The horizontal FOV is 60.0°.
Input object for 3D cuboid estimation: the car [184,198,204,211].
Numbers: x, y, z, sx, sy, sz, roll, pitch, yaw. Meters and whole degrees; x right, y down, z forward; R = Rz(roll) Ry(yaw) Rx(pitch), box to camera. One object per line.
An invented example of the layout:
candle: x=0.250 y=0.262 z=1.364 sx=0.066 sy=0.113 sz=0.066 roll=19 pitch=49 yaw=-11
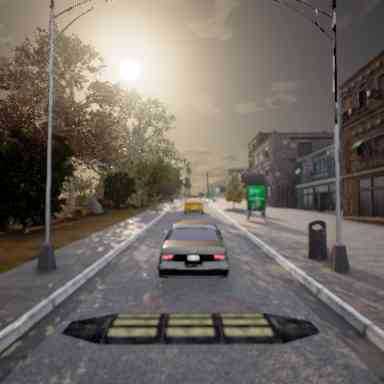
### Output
car: x=0.202 y=1.386 z=34.864 sx=1.882 sy=1.535 sz=5.008 roll=0 pitch=0 yaw=0

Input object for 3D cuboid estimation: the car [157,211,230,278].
car: x=0.067 y=1.542 z=10.106 sx=2.033 sy=1.411 sz=5.357 roll=0 pitch=0 yaw=1
